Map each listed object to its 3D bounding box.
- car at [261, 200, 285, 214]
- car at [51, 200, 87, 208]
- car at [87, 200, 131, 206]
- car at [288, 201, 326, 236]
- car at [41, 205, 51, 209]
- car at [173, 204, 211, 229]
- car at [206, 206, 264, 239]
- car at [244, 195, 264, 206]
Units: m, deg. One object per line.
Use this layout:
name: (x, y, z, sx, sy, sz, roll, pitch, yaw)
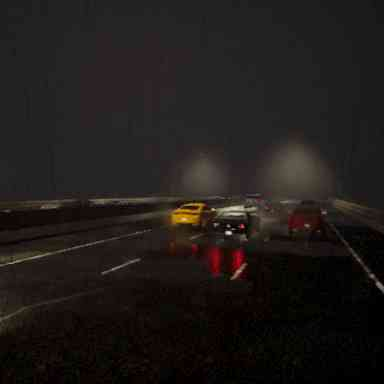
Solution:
car: (9.137, 1.725, 36.757, 1.895, 1.301, 4.718, 0, 0, 20)
car: (-11.090, 1.527, 32.624, 1.837, 1.490, 4.892, 0, 0, 19)
car: (-7.530, 1.528, 32.196, 2.128, 1.511, 4.902, 0, 0, 20)
car: (6.638, 1.542, 19.176, 1.882, 1.535, 5.008, 0, 0, 19)
car: (-13.759, 1.620, 35.581, 1.895, 1.301, 4.718, 0, 0, 20)
car: (0.340, 1.522, 22.339, 1.882, 1.535, 5.008, 0, 0, 19)
car: (2.481, 1.644, 17.841, 1.895, 1.301, 4.718, 0, 0, 19)
car: (8.604, 1.372, 45.605, 2.150, 2.045, 5.566, 0, 0, 20)
